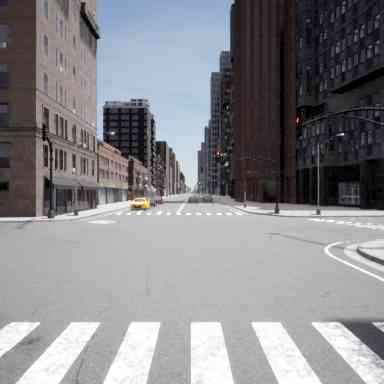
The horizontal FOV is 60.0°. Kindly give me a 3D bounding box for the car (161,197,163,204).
[{"bbox_3d":[-6.440,1.489,61.857,1.882,1.535,5.008,0,0,0],"label":"car"}]

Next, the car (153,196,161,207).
[{"bbox_3d":[-6.481,1.574,51.436,1.994,1.385,4.181,0,0,1],"label":"car"}]

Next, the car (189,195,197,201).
[{"bbox_3d":[0.163,1.558,82.119,1.994,1.385,4.181,0,0,0],"label":"car"}]

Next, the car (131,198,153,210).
[{"bbox_3d":[-6.514,1.486,42.186,1.882,1.535,5.008,0,0,0],"label":"car"}]

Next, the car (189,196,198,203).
[{"bbox_3d":[0.240,1.502,69.067,2.128,1.511,4.902,0,0,0],"label":"car"}]

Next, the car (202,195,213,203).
[{"bbox_3d":[3.391,1.533,70.952,2.128,1.511,4.902,0,0,0],"label":"car"}]

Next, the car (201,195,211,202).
[{"bbox_3d":[3.412,1.501,81.372,2.128,1.511,4.902,0,0,0],"label":"car"}]
